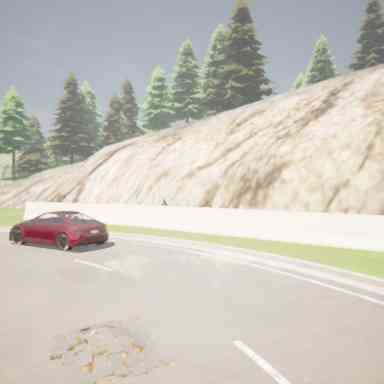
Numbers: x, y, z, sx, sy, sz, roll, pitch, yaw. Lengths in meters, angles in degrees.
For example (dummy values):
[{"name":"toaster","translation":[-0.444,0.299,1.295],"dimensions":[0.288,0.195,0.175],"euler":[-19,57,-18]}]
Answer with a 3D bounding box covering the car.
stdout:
[{"name":"car","translation":[-5.405,1.450,13.468],"dimensions":[4.181,1.385,1.994],"euler":[0,0,29]}]
